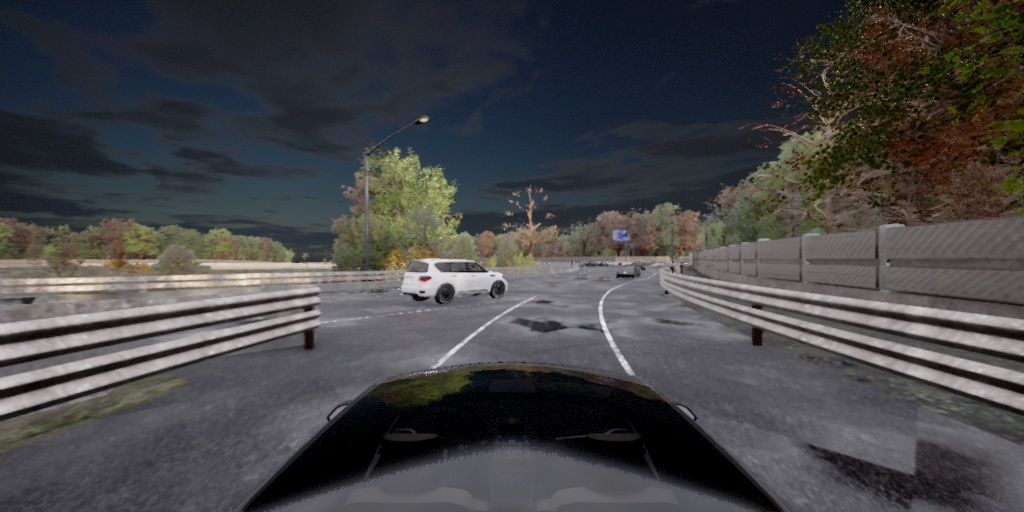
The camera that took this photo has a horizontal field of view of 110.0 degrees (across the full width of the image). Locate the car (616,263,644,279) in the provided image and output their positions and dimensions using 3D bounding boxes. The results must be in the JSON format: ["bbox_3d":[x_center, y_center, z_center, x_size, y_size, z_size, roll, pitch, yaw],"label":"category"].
[{"bbox_3d":[12.902,1.741,39.640,1.994,1.385,4.181,-1,-1,29],"label":"car"}]

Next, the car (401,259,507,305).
[{"bbox_3d":[-2.676,1.172,17.663,2.150,2.045,5.566,-1,-1,42],"label":"car"}]
